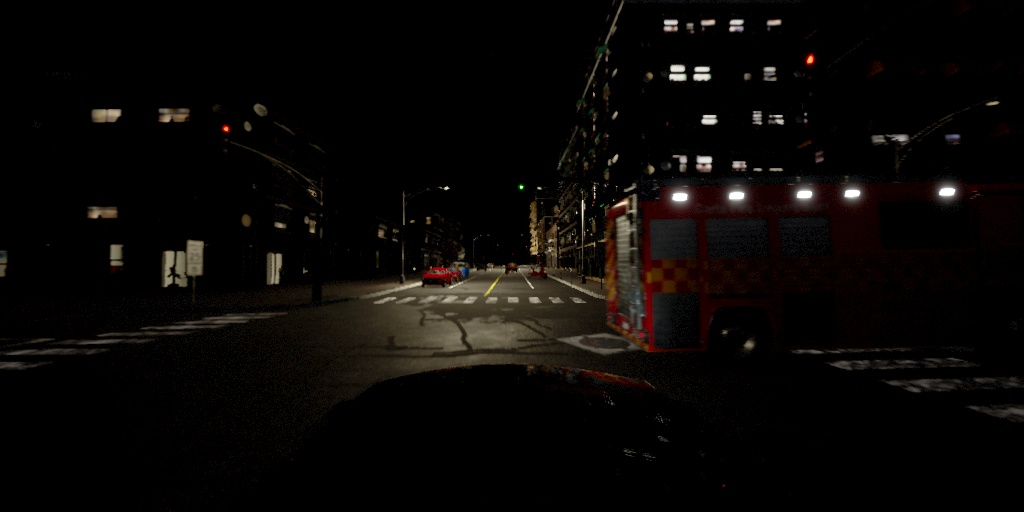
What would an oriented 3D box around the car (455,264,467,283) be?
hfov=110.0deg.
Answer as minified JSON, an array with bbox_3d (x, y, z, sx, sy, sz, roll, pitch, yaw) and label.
[{"bbox_3d":[-5.686,1.692,33.574,1.888,1.381,4.507,0,0,0],"label":"car"}]

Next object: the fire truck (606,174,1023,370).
[{"bbox_3d":[6.501,0.146,7.785,8.468,3.827,2.891,-1,-1,1],"label":"fire truck"}]

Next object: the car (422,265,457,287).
[{"bbox_3d":[-5.763,1.622,27.892,1.888,1.381,4.507,0,0,0],"label":"car"}]

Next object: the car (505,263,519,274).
[{"bbox_3d":[0.006,1.908,55.153,2.128,1.511,4.902,0,-1,0],"label":"car"}]

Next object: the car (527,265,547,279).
[{"bbox_3d":[2.695,1.659,39.320,1.967,1.591,4.097,0,0,0],"label":"car"}]

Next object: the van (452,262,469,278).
[{"bbox_3d":[-5.685,1.559,39.261,1.690,1.789,3.998,0,0,0],"label":"van"}]

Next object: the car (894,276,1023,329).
[{"bbox_3d":[14.707,1.324,10.810,4.181,1.385,1.994,0,-2,1],"label":"car"}]
